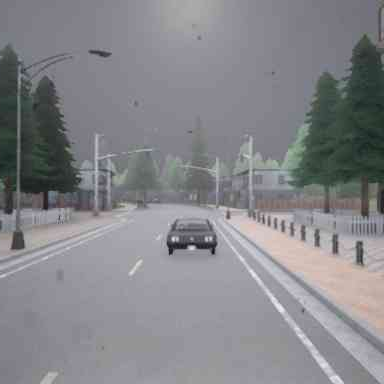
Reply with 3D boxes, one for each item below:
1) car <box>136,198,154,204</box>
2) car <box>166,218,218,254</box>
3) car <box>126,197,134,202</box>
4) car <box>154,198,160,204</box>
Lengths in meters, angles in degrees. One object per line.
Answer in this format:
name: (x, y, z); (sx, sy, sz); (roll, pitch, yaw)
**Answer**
car: (-11.645, 2.235, 79.651); (2.128, 1.511, 4.902); (0, -1, -26)
car: (0.003, 1.734, 14.110); (1.895, 1.301, 4.718); (0, 0, 0)
car: (-16.570, 2.189, 92.897); (1.812, 1.442, 4.674); (1, -1, -45)
car: (-9.709, 2.280, 83.402); (1.994, 1.385, 4.181); (0, -1, -31)
